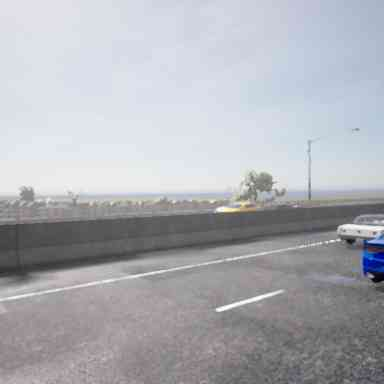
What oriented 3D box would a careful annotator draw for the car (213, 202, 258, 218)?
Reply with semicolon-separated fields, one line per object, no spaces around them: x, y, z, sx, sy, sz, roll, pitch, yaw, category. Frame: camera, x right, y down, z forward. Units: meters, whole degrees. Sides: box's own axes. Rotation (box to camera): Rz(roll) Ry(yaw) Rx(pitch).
4.500;1.774;34.041;4.674;1.442;1.812;0;-1;-38;car

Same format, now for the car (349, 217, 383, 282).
6.351;1.486;8.677;5.008;1.535;1.882;0;-1;-38;car

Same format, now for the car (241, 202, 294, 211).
6.544;1.668;26.775;4.892;1.490;1.837;0;-1;-38;car

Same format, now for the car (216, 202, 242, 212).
4.431;1.688;29.566;5.008;1.535;1.882;0;-1;-38;car

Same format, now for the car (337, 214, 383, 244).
8.529;1.638;14.786;4.718;1.301;1.895;0;-1;-38;car
